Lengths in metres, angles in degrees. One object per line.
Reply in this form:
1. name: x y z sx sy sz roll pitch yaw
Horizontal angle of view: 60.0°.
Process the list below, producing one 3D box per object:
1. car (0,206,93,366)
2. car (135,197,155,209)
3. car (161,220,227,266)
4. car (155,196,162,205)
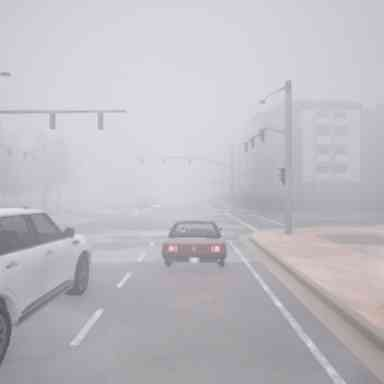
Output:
1. car: -3.454 1.234 5.571 2.150 2.045 5.566 0 0 1
2. car: -7.071 1.583 48.897 1.882 1.535 5.008 0 0 0
3. car: 0.130 1.625 11.563 1.895 1.301 4.718 0 0 2
4. car: -7.016 1.630 64.673 2.128 1.511 4.902 0 0 0
